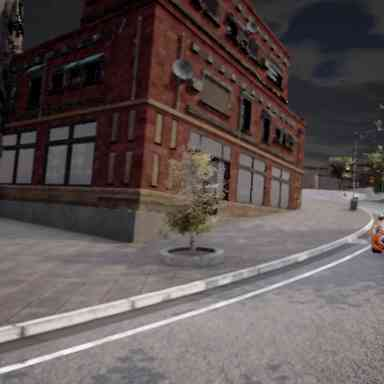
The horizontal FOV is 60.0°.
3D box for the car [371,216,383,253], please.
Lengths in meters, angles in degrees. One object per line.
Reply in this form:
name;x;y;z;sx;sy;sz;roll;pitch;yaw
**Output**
car;8.253;1.308;12.441;2.097;1.767;4.553;1;1;39
